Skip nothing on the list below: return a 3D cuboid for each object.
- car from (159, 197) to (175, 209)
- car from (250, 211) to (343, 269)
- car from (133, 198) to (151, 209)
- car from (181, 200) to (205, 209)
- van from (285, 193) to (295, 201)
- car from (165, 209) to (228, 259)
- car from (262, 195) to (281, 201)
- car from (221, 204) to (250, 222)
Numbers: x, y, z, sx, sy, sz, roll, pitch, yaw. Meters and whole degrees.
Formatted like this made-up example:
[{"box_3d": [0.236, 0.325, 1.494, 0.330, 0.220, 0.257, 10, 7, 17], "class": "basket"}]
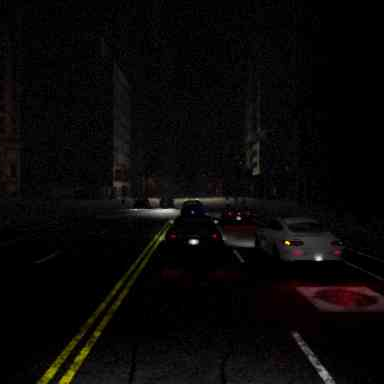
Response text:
[{"box_3d": [-3.358, 1.410, 44.709, 2.128, 1.511, 4.902, 0, 0, 0], "class": "car"}, {"box_3d": [3.312, 1.507, 10.980, 1.812, 1.442, 4.674, 0, -1, 0], "class": "car"}, {"box_3d": [-6.610, 1.466, 44.360, 2.033, 1.411, 5.357, 0, 0, 0], "class": "car"}, {"box_3d": [0.067, 1.425, 28.529, 1.882, 1.535, 5.008, 0, 0, 0], "class": "car"}, {"box_3d": [24.712, 1.144, 80.170, 3.998, 1.788, 1.690, 0, 0, 0], "class": "van"}, {"box_3d": [0.069, 1.541, 12.523, 1.994, 1.385, 4.181, 0, 0, 0], "class": "car"}, {"box_3d": [19.094, 1.364, 80.193, 4.403, 1.369, 2.008, 0, 0, 0], "class": "car"}, {"box_3d": [3.301, 1.554, 25.569, 1.895, 1.301, 4.718, 0, 0, 0], "class": "car"}]
